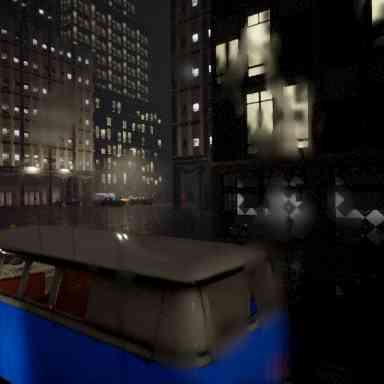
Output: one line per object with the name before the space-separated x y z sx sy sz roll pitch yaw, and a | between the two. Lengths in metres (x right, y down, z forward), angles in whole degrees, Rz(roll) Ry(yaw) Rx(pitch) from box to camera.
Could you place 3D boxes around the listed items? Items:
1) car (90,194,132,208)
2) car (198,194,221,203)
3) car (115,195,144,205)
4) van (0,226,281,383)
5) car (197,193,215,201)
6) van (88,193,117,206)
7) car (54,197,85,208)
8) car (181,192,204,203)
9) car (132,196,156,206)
car | -10.083 1.267 41.033 1.887 1.381 4.507 0 0 36
car | 3.238 1.101 59.230 2.008 1.369 4.403 0 0 36
car | -10.306 1.278 54.914 1.752 1.417 4.829 0 0 36
van | -1.051 1.342 3.640 3.998 1.788 1.690 0 -1 36
car | 3.121 1.016 73.256 1.967 1.590 4.097 0 0 36
van | -13.539 1.136 50.500 1.690 1.788 3.998 0 0 36
car | -16.868 1.403 45.949 1.947 1.339 4.313 0 0 36
car | -0.094 0.909 54.680 2.192 1.841 5.009 0 0 36
car | -6.753 1.230 45.582 2.008 1.369 4.403 0 0 36
